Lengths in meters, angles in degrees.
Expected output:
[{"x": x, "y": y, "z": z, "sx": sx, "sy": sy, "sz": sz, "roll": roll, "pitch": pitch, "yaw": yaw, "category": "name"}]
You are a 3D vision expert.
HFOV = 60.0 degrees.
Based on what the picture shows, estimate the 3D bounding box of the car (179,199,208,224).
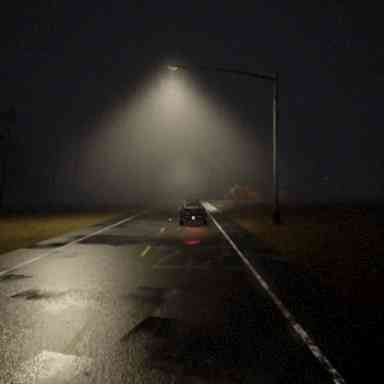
[{"x": 0.096, "y": 1.492, "z": 24.494, "sx": 1.837, "sy": 1.490, "sz": 4.892, "roll": 0, "pitch": -1, "yaw": 0, "category": "car"}]
